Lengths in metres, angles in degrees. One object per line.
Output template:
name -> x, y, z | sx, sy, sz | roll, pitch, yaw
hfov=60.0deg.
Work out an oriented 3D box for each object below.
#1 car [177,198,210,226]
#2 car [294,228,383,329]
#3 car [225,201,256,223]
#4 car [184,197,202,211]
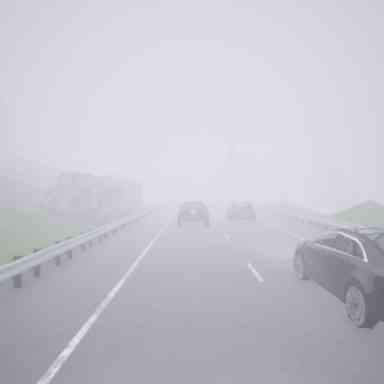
car -> 0.100, 1.313, 23.123 | 2.097, 1.767, 4.553 | 0, 0, 0
car -> 3.599, 1.480, 6.890 | 2.128, 1.511, 4.902 | 0, 0, 0
car -> 3.600, 1.449, 25.178 | 2.128, 1.511, 4.902 | 0, 0, 0
car -> 0.099, 1.422, 40.999 | 2.128, 1.511, 4.902 | 0, 0, 0
